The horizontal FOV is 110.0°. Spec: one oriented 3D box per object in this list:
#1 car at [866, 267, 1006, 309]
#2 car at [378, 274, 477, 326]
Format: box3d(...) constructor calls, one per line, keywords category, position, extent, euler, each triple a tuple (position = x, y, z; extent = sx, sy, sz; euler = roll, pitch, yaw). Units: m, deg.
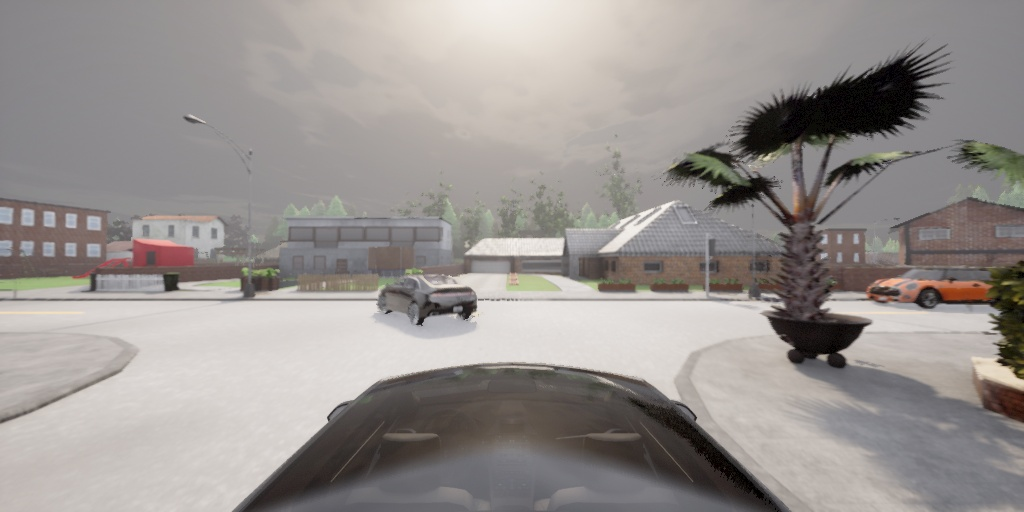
box3d(category="car", position=(18.245, 1.258, 15.485), extent=(4.553, 1.767, 2.097), euler=(0, -1, 0))
box3d(category="car", position=(-3.065, 1.359, 12.354), extent=(2.128, 1.511, 4.902), euler=(1, -1, -38))
